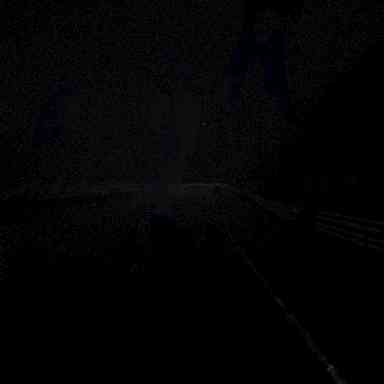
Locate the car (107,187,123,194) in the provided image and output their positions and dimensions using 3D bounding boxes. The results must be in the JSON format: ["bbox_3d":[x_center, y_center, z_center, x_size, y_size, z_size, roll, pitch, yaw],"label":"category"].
[{"bbox_3d":[-15.768,-0.012,68.460,2.150,2.045,5.566,0,2,2],"label":"car"}]

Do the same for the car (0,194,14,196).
[{"bbox_3d":[-26.459,1.013,44.615,1.895,1.301,4.718,0,1,-1],"label":"car"}]

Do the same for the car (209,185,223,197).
[{"bbox_3d":[5.334,-0.101,70.935,2.150,2.045,5.566,0,2,2],"label":"car"}]

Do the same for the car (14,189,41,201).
[{"bbox_3d":[-23.539,0.578,46.978,2.150,2.045,5.566,0,1,2],"label":"car"}]

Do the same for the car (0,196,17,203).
[{"bbox_3d":[-17.211,1.283,28.200,1.994,1.385,4.181,0,1,2],"label":"car"}]

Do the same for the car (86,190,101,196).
[{"bbox_3d":[-19.368,0.383,65.731,1.812,1.442,4.674,0,2,2],"label":"car"}]
